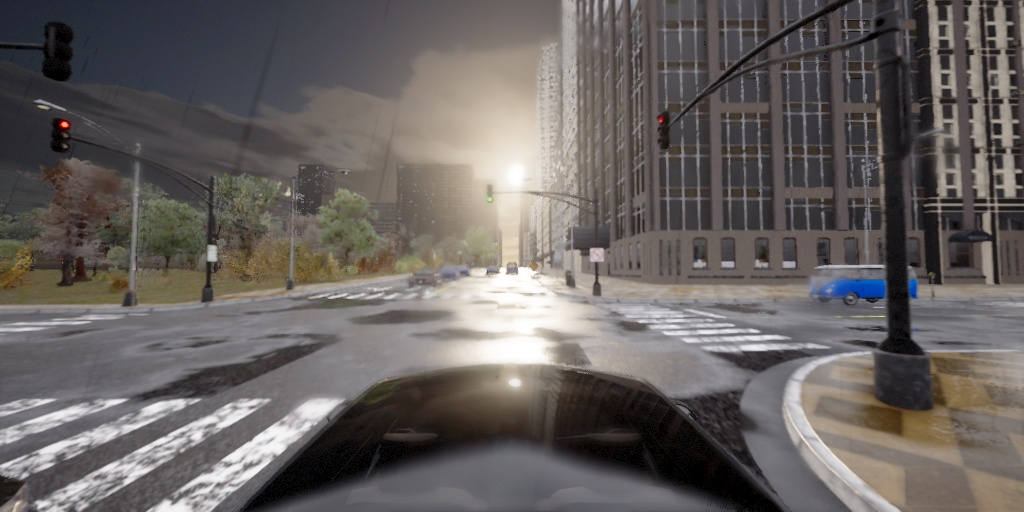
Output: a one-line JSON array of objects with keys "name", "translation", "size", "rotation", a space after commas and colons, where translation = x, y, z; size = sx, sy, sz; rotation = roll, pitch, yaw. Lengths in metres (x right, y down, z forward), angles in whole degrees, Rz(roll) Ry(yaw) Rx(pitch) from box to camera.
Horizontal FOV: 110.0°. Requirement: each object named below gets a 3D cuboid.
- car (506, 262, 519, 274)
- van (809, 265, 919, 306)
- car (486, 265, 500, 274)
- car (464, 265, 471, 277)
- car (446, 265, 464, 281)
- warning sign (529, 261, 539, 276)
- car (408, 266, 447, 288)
[{"name": "car", "translation": [0.065, 2.162, 58.417], "size": [1.882, 1.535, 5.008], "rotation": [0, -1, 0]}, {"name": "van", "translation": [15.933, 1.304, 16.355], "size": [3.998, 1.789, 1.690], "rotation": [0, 0, -1]}, {"name": "car", "translation": [-3.188, 2.230, 58.339], "size": [2.033, 1.411, 5.357], "rotation": [0, -1, 0]}, {"name": "car", "translation": [-6.618, 1.971, 48.255], "size": [1.882, 1.535, 5.008], "rotation": [0, -1, 0]}, {"name": "car", "translation": [-6.619, 1.791, 38.023], "size": [1.882, 1.535, 5.008], "rotation": [0, -1, 0]}, {"name": "warning sign", "translation": [2.823, 1.554, 45.286], "size": [1.300, 1.860, 1.060], "rotation": [0, 0, 0]}, {"name": "car", "translation": [-6.612, 1.711, 27.893], "size": [1.994, 1.385, 4.181], "rotation": [0, -1, 0]}]
